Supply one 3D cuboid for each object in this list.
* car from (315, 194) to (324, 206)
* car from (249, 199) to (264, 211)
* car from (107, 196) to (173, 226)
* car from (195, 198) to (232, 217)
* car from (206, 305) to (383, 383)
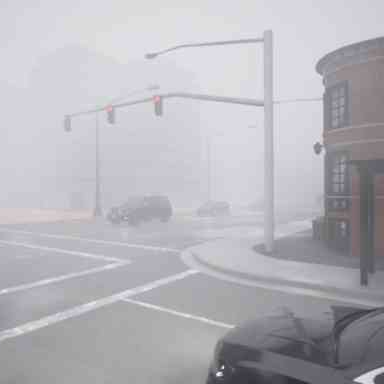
[{"bbox_3d":[22.189,1.318,55.327,2.150,2.045,5.566,0,0,35],"label":"car"},{"bbox_3d":[9.014,1.614,43.114,2.128,1.511,4.902,0,0,35],"label":"car"},{"bbox_3d":[-3.770,1.345,25.115,2.150,2.045,5.566,0,0,35],"label":"car"},{"bbox_3d":[2.239,1.627,33.582,1.837,1.490,4.892,0,0,35],"label":"car"},{"bbox_3d":[2.381,1.501,2.267,4.892,1.490,1.837,0,0,36],"label":"car"}]
